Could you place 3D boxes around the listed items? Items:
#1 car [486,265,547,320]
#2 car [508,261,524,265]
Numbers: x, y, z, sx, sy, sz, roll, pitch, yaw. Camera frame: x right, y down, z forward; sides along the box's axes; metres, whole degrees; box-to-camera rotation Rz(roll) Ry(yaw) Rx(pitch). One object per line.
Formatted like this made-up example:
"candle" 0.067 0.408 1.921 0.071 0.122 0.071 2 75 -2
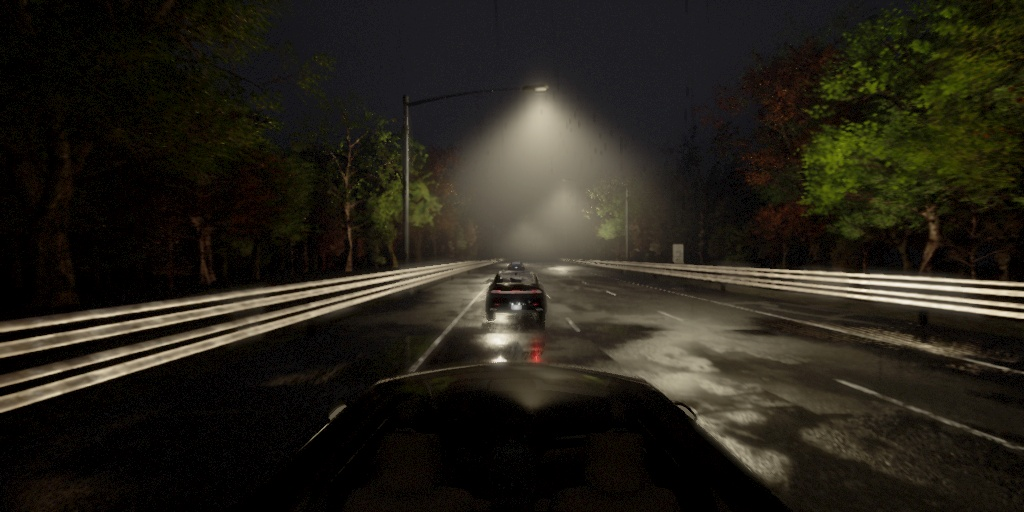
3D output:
"car" 0.137 1.240 12.569 2.128 1.511 4.902 0 0 0
"car" 0.522 1.307 43.345 1.994 1.385 4.181 0 0 1
